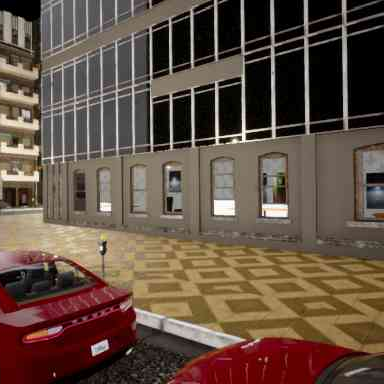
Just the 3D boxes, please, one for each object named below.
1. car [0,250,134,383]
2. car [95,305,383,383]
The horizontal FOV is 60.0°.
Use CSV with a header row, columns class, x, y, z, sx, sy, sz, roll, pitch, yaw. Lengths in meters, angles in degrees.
class,x,y,z,sx,sy,sz,roll,pitch,yaw
car,-2.804,1.546,4.892,4.507,1.381,1.887,0,-1,36
car,1.765,1.545,1.626,4.507,1.381,1.887,0,-1,36
